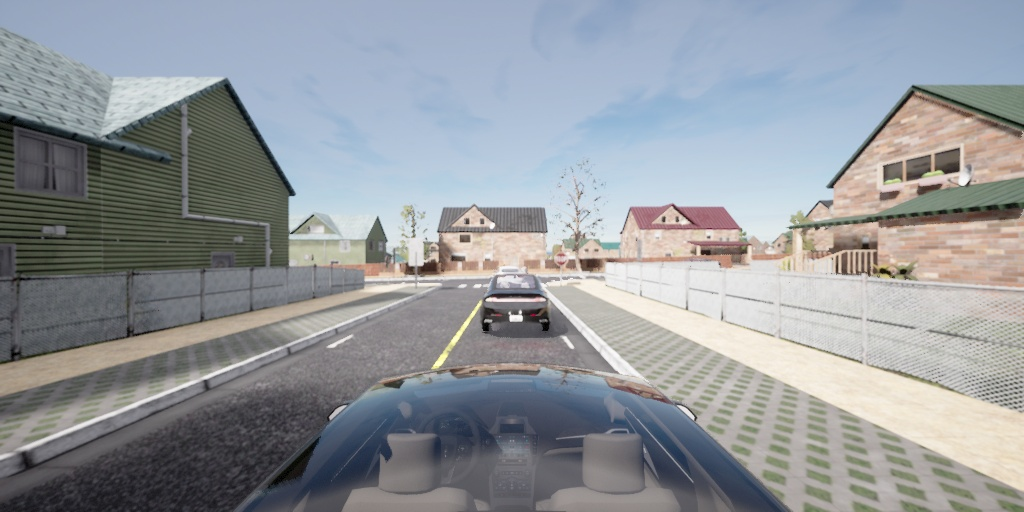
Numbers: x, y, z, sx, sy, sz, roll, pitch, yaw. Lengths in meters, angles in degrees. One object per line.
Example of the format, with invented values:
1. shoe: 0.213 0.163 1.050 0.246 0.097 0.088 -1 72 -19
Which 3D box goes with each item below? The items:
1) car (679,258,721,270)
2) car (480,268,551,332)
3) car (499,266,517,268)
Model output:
1. car: 16.323 0.955 32.673 4.902 1.511 2.128 -1 1 0
2. car: 0.095 1.287 11.013 2.128 1.511 4.902 0 0 0
3. car: -0.236 1.393 23.507 1.812 1.442 4.674 0 0 -4
